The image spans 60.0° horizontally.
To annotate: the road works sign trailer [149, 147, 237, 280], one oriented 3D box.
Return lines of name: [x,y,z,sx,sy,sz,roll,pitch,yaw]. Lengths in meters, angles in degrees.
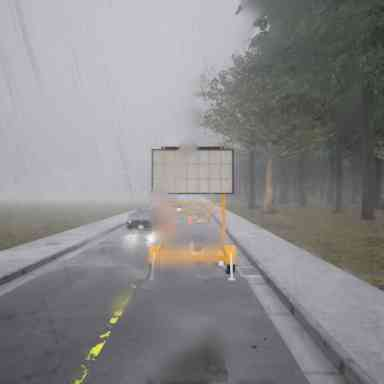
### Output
road works sign trailer: [0.019,0.464,9.873,2.380,3.560,2.880,0,0,0]

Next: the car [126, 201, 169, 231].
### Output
car: [-2.811,1.547,20.995,2.033,1.411,5.357,0,0,0]

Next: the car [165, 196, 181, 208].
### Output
car: [-2.664,1.351,47.353,2.097,1.767,4.553,0,0,0]
